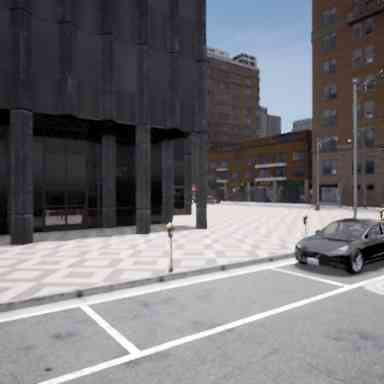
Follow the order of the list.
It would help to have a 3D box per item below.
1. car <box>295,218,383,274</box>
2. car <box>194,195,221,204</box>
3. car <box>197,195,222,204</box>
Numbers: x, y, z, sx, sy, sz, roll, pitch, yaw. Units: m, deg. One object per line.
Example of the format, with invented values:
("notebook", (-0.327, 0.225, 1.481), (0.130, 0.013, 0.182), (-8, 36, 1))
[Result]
("car", (5.098, 1.523, 10.410), (4.313, 1.339, 1.947), (0, 0, -36))
("car", (2.308, 1.302, 54.768), (2.128, 1.511, 4.902), (0, 0, -34))
("car", (3.032, 1.266, 59.186), (1.882, 1.535, 5.008), (0, 0, -35))
